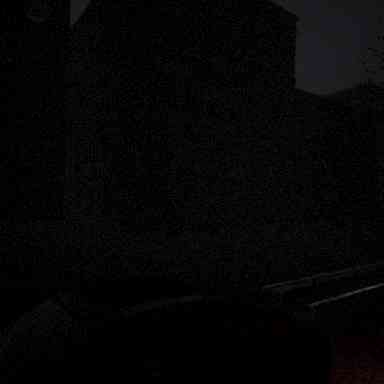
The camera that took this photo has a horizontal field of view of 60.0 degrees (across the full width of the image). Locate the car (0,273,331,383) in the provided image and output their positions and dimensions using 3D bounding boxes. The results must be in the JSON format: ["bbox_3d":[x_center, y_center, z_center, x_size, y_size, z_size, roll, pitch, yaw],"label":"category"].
[{"bbox_3d":[-0.712,1.533,2.747,4.674,1.442,1.812,1,0,-35],"label":"car"}]
